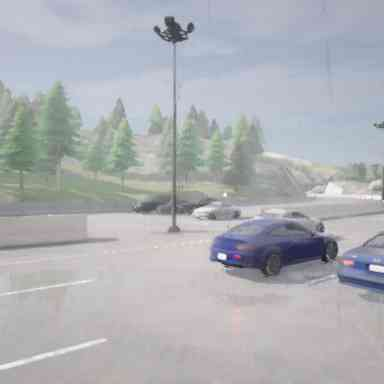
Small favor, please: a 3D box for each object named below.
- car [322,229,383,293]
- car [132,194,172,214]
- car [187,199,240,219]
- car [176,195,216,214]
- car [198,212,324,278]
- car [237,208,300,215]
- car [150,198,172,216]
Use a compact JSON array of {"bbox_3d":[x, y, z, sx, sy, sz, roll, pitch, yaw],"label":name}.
[{"bbox_3d":[5.632,1.563,8.126,5.357,1.411,2.033,0,0,-38],"label":"car"},{"bbox_3d":[-3.881,1.272,36.717,5.566,2.045,2.150,0,0,-42],"label":"car"},{"bbox_3d":[2.200,1.574,28.116,4.674,1.442,1.812,0,0,-41],"label":"car"},{"bbox_3d":[0.841,1.208,31.546,4.892,1.490,1.837,0,0,-42],"label":"car"},{"bbox_3d":[2.611,1.544,10.240,4.674,1.442,1.812,0,0,-38],"label":"car"},{"bbox_3d":[4.618,1.554,16.341,4.674,1.442,1.812,0,0,-39],"label":"car"},{"bbox_3d":[-1.480,1.600,34.165,4.892,1.490,1.837,0,0,-42],"label":"car"}]
